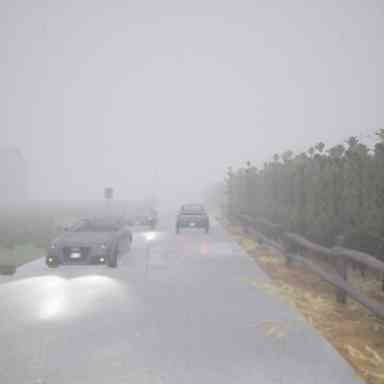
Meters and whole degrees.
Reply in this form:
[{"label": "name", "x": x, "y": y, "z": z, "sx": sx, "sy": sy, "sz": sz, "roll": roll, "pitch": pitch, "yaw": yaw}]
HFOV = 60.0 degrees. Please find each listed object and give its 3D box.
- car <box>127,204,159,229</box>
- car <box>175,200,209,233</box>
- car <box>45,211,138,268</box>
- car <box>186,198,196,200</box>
[{"label": "car", "x": -3.201, "y": 1.547, "z": 21.773, "sx": 1.812, "sy": 1.442, "sz": 4.674, "roll": 0, "pitch": 0, "yaw": 0}, {"label": "car", "x": 0.009, "y": 1.486, "z": 19.812, "sx": 2.128, "sy": 1.511, "sz": 4.902, "roll": 0, "pitch": 0, "yaw": 0}, {"label": "car", "x": -3.236, "y": 1.567, "z": 11.203, "sx": 1.994, "sy": 1.385, "sz": 4.181, "roll": 0, "pitch": 0, "yaw": -1}, {"label": "car", "x": -0.137, "y": 1.513, "z": 46.717, "sx": 1.812, "sy": 1.442, "sz": 4.674, "roll": 0, "pitch": 0, "yaw": 0}]
